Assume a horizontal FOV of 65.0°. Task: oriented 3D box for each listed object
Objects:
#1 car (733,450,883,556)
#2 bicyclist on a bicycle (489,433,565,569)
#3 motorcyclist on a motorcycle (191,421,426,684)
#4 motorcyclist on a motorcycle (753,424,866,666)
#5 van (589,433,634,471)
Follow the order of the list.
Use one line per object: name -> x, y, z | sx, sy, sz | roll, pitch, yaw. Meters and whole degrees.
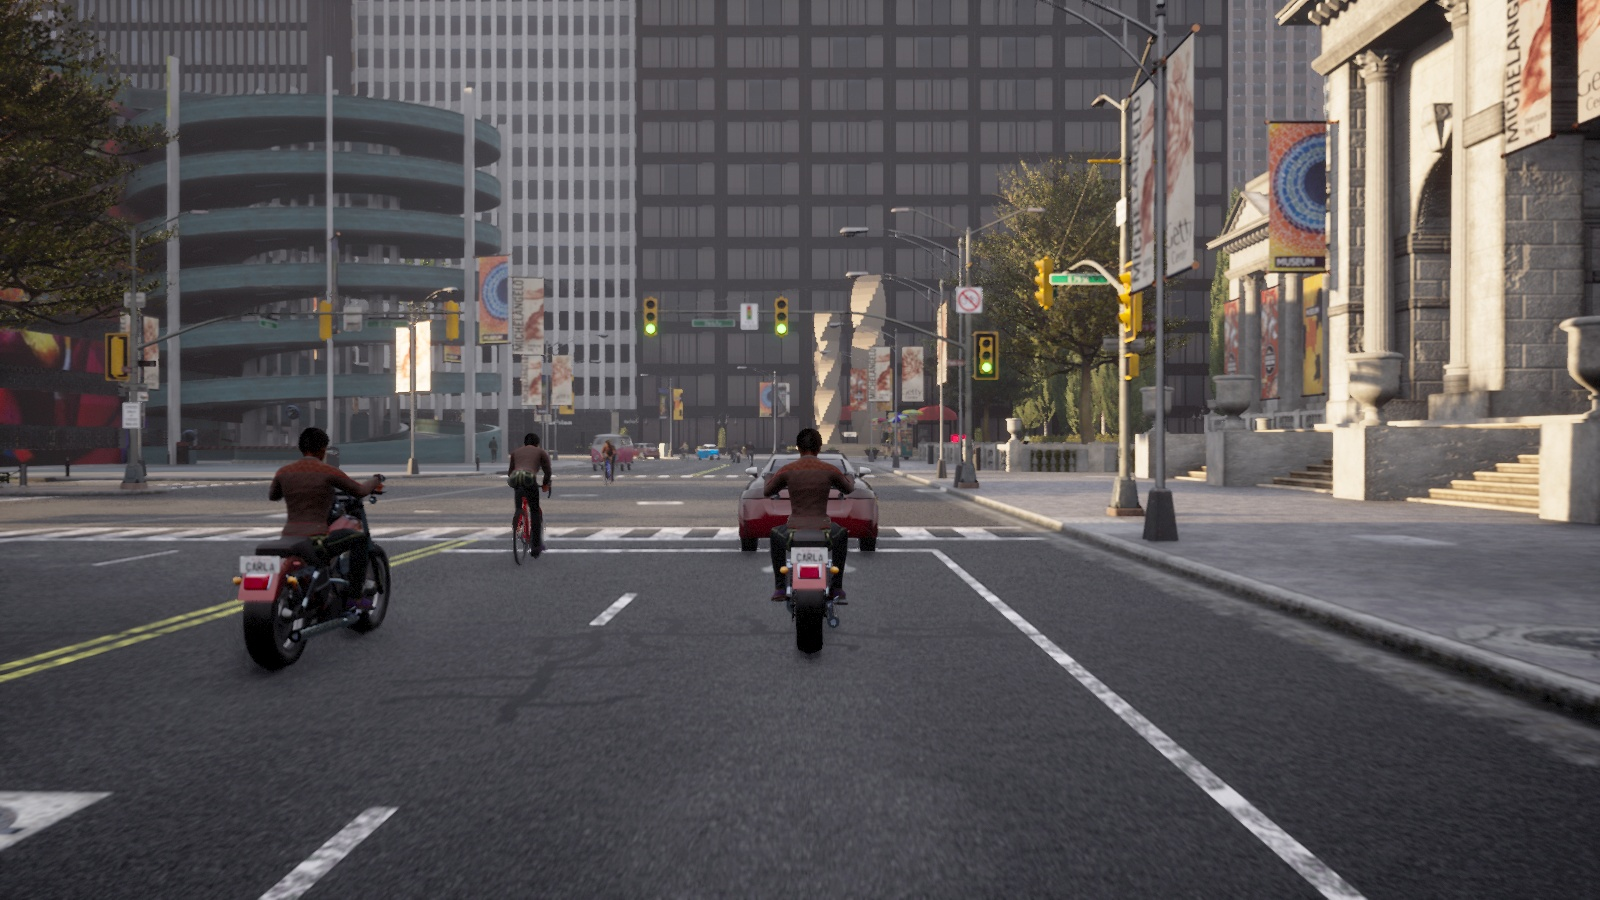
car -> 0.123, 0.704, 18.839 | 1.994, 1.385, 4.181 | 0, 0, 0
bicyclist on a bicycle -> -3.395, 0.608, 15.722 | 0.582, 1.620, 1.656 | 0, 0, 0
motorcyclist on a motorcycle -> -3.433, 0.643, 9.055 | 0.766, 1.649, 2.350 | 0, 0, 0
motorcyclist on a motorcycle -> 0.071, 0.642, 9.709 | 0.766, 1.649, 2.350 | 0, 0, 0
van -> -10.104, 0.110, 67.565 | 1.775, 1.987, 4.442 | 0, 0, 0
